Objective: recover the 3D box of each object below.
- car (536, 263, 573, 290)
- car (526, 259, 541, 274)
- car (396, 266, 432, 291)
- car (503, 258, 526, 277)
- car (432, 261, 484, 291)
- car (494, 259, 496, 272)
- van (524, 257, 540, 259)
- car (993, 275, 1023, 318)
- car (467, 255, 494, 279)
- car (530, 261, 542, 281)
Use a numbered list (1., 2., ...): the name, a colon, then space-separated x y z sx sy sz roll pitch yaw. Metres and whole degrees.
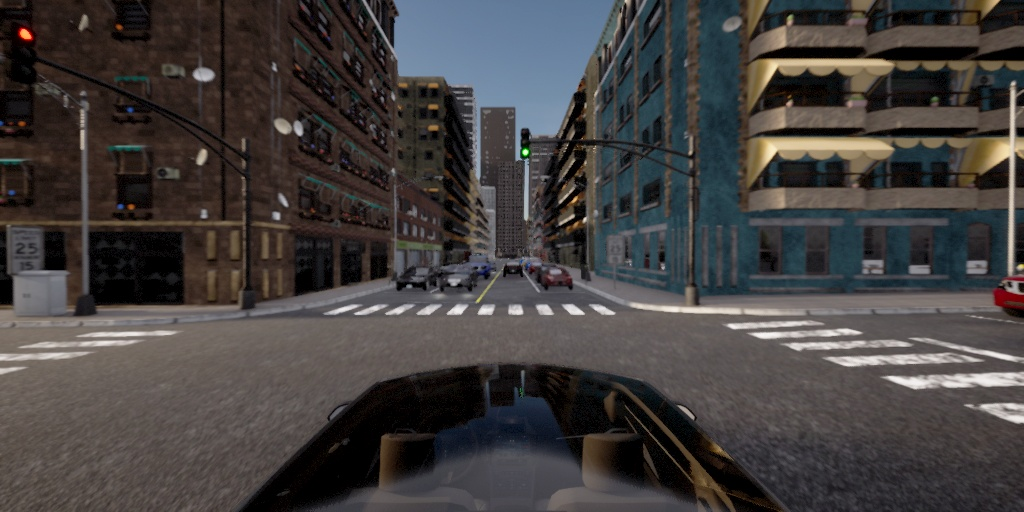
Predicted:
1. car: 2.692 1.326 22.026 1.802 1.307 4.207 0 0 0
2. car: 2.695 1.288 38.596 1.888 1.381 4.507 0 0 0
3. car: -5.689 1.309 22.039 1.948 1.339 4.313 0 0 0
4. car: 0.106 1.220 36.133 1.882 1.535 5.008 0 0 0
5. car: -3.088 1.235 21.563 2.128 1.511 4.902 0 0 0
6. car: -3.051 1.308 46.378 1.994 1.385 4.181 0 0 0
7. van: 2.696 1.084 44.119 1.690 1.789 3.998 0 0 0
8. car: 15.773 0.779 9.184 5.009 1.841 2.192 0 0 0
9. car: -3.078 0.965 32.259 2.150 2.045 5.566 0 0 0
10. car: 2.693 1.309 27.549 1.948 1.339 4.313 0 0 0
